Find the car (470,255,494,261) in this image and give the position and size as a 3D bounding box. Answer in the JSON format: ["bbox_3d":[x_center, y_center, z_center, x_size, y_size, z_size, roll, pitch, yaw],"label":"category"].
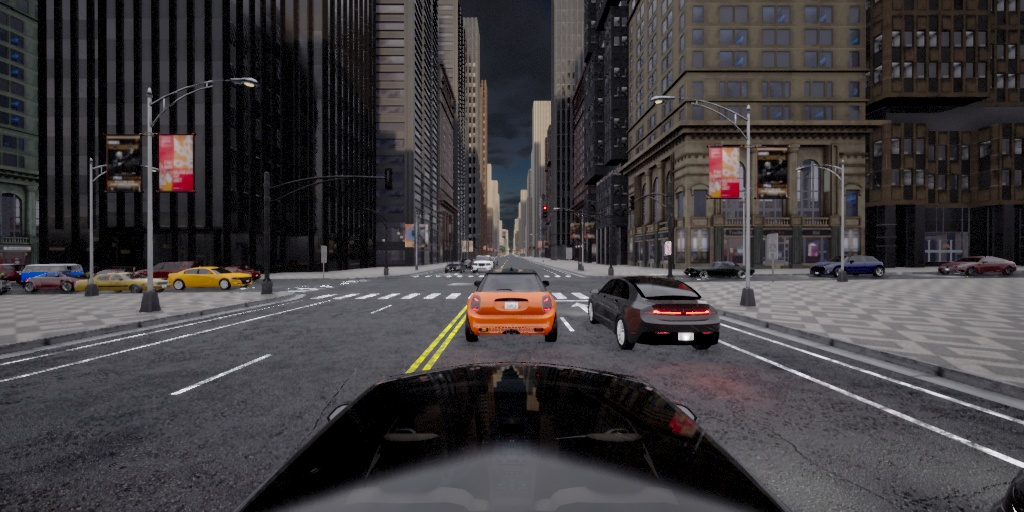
[{"bbox_3d":[-3.449,0.952,43.358,2.150,2.045,5.566,0,0,0],"label":"car"}]

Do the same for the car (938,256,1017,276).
[{"bbox_3d":[36.379,0.754,28.051,4.674,1.442,1.812,-1,0,0],"label":"car"}]

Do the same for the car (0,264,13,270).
[{"bbox_3d":[-44.390,1.621,30.694,5.009,1.841,2.192,0,0,0],"label":"car"}]

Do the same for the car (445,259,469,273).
[{"bbox_3d":[-6.697,1.295,42.515,1.994,1.385,4.181,0,0,0],"label":"car"}]

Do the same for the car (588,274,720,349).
[{"bbox_3d":[3.235,1.254,9.102,1.837,1.490,4.892,0,0,0],"label":"car"}]

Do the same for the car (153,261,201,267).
[{"bbox_3d":[-29.128,1.414,30.680,5.009,1.841,2.192,0,0,0],"label":"car"}]

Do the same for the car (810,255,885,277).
[{"bbox_3d":[26.106,0.717,28.052,4.553,1.767,2.097,-1,0,0],"label":"car"}]

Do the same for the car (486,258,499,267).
[{"bbox_3d":[-3.458,1.199,65.049,2.128,1.511,4.902,0,0,0],"label":"car"}]

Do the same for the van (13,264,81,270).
[{"bbox_3d":[-39.303,1.578,30.689,3.998,1.789,1.690,0,0,0],"label":"van"}]

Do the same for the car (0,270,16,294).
[{"bbox_3d":[-33.822,1.751,22.145,4.403,1.370,2.007,0,0,0],"label":"car"}]

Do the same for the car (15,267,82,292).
[{"bbox_3d":[-30.780,1.711,24.819,4.181,1.385,1.994,-1,0,1],"label":"car"}]

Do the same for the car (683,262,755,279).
[{"bbox_3d":[16.078,1.100,28.043,4.718,1.301,1.895,-1,0,0],"label":"car"}]

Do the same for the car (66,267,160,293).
[{"bbox_3d":[-23.880,1.593,22.147,4.829,1.417,1.751,0,0,0],"label":"car"}]

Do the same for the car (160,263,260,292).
[{"bbox_3d":[-20.782,1.489,24.807,5.008,1.535,1.882,-1,0,0],"label":"car"}]

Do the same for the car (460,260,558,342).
[{"bbox_3d":[-0.007,1.101,9.963,2.097,1.767,4.553,0,0,0],"label":"car"}]
